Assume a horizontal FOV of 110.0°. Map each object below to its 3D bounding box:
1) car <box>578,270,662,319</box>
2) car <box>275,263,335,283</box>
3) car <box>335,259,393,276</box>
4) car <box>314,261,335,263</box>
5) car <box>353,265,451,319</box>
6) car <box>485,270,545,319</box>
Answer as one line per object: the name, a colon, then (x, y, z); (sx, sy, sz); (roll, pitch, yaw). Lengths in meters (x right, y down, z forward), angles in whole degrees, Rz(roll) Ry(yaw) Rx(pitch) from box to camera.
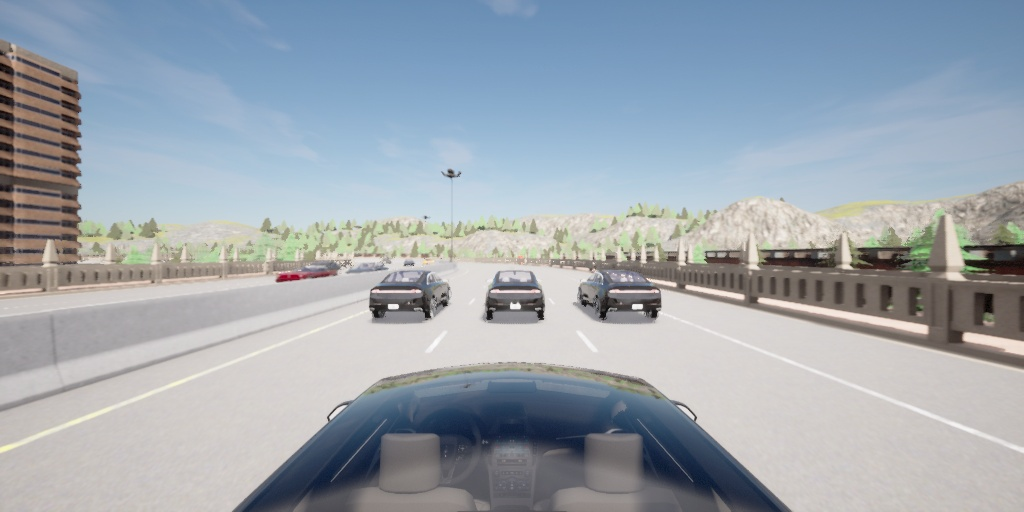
car: (3.595, 1.239, 12.697); (2.128, 1.511, 4.902); (0, 0, 0)
car: (-14.108, 1.345, 24.878); (1.895, 1.301, 4.718); (0, 0, 0)
car: (-10.618, 1.236, 26.375); (2.128, 1.511, 4.902); (0, 0, 0)
car: (-17.652, 1.247, 33.411); (1.837, 1.490, 4.892); (0, 0, -1)
car: (-3.404, 1.239, 12.710); (2.128, 1.511, 4.902); (0, 0, 0)
car: (0.098, 1.239, 12.701); (2.128, 1.511, 4.902); (0, 0, 0)
